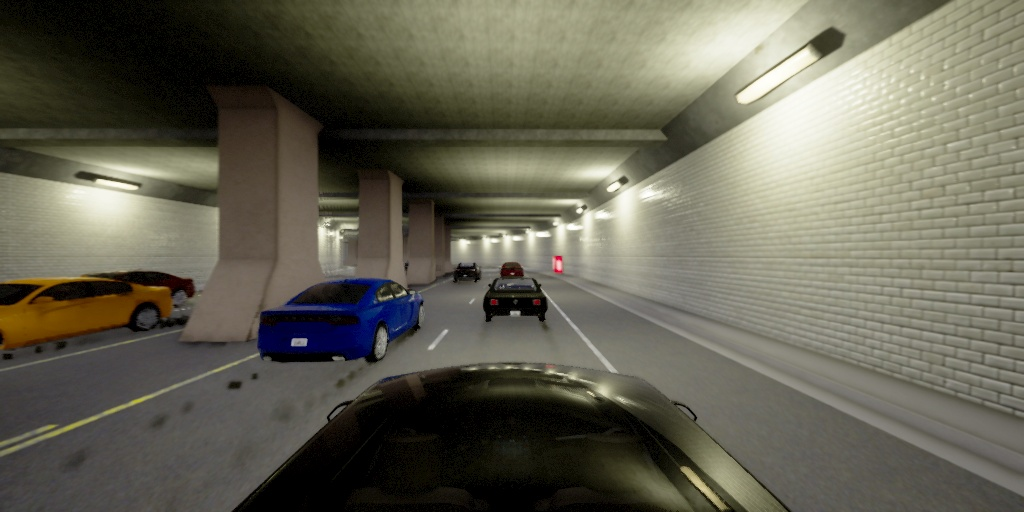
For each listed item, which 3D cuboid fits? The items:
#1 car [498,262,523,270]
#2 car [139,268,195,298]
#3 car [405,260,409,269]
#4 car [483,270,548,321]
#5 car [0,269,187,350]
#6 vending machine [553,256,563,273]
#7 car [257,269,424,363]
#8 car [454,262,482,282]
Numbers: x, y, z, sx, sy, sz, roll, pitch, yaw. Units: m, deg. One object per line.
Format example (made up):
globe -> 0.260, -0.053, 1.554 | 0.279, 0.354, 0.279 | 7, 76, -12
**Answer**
car -> -0.097, 1.229, 30.410 | 1.882, 1.535, 5.008 | 0, 0, -3
car -> -14.108, 1.227, 12.777 | 1.882, 1.535, 5.008 | 0, 0, 0
car -> -14.219, 1.298, 51.146 | 2.033, 1.411, 5.357 | 0, 0, -16
car -> 0.098, 1.351, 12.421 | 1.895, 1.301, 4.718 | 0, 0, 0
car -> -10.603, 1.227, 8.077 | 1.882, 1.535, 5.008 | 0, 0, 0
vending machine -> 5.073, 0.947, 39.628 | 1.100, 2.100, 0.880 | 0, 0, -7
car -> -3.402, 1.228, 8.205 | 1.882, 1.535, 5.008 | 0, 0, 0
car -> -3.513, 1.242, 28.736 | 2.128, 1.511, 4.902 | 0, 0, -2
